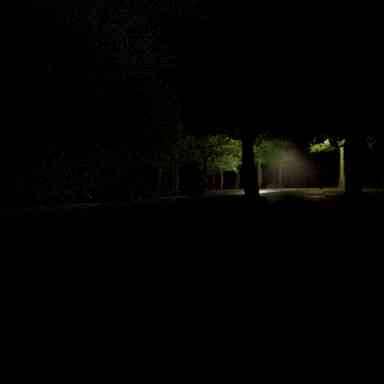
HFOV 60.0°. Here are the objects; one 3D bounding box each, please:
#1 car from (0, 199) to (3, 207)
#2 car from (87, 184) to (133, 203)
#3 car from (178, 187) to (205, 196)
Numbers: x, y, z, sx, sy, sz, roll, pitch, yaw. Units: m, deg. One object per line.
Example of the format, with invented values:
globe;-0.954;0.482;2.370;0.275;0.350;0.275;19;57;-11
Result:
car;-18.300;0.997;27.505;1.812;1.442;4.674;-1;2;37
car;-9.493;0.123;38.917;2.150;2.045;5.566;-1;2;38
car;-0.008;-0.092;51.212;1.895;1.301;4.718;-1;2;38
